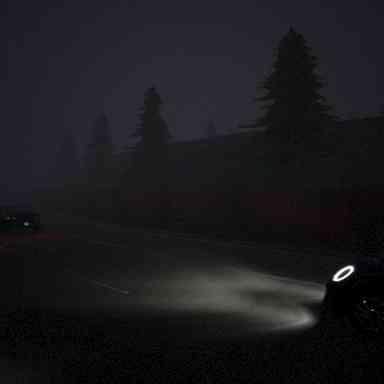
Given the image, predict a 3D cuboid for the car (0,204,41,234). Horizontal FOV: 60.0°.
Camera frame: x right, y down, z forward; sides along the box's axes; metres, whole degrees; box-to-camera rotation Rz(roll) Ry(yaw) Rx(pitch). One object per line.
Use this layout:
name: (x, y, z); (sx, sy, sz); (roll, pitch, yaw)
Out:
car: (-9.972, 1.425, 18.728); (1.812, 1.442, 4.674); (0, 0, -41)

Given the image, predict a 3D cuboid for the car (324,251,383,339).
car: (4.534, 1.399, 5.142); (4.553, 1.767, 2.097); (1, 0, 36)
